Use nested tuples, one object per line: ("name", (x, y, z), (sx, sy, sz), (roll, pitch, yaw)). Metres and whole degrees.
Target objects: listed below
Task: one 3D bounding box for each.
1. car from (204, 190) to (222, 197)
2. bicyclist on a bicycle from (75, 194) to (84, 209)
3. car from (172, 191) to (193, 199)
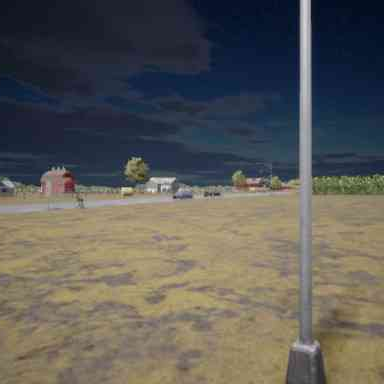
("car", (4.181, 0.280, 66.584), (1.837, 1.490, 4.892), (1, 2, 35))
("bicyclist on a bicycle", (-12.334, 1.025, 36.367), (1.656, 1.620, 0.582), (0, 1, 35))
("car", (-1.550, 0.531, 58.419), (1.994, 1.385, 4.181), (1, 2, 36))
